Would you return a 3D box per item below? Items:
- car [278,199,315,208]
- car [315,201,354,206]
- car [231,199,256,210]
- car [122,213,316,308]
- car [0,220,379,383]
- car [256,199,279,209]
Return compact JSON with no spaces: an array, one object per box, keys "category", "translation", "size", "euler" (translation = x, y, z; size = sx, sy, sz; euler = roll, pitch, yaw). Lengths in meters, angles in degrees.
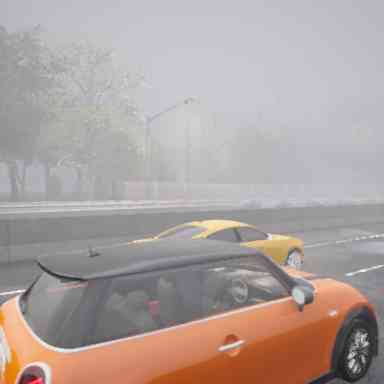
[{"category":"car","translation":[11.592,1.561,33.737],"size":[5.357,1.411,2.033],"euler":[0,0,-35]},{"category":"car","translation":[13.825,1.577,31.027],"size":[4.181,1.385,1.994],"euler":[0,0,-35]},{"category":"car","translation":[6.648,1.538,38.589],"size":[4.674,1.442,1.812],"euler":[0,0,-37]},{"category":"car","translation":[0.898,1.479,8.695],"size":[5.008,1.535,1.882],"euler":[0,0,-35]},{"category":"car","translation":[0.209,1.352,3.917],"size":[4.553,1.767,2.097],"euler":[0,0,-35]},{"category":"car","translation":[9.632,1.539,36.634],"size":[4.674,1.442,1.812],"euler":[0,0,-35]}]
